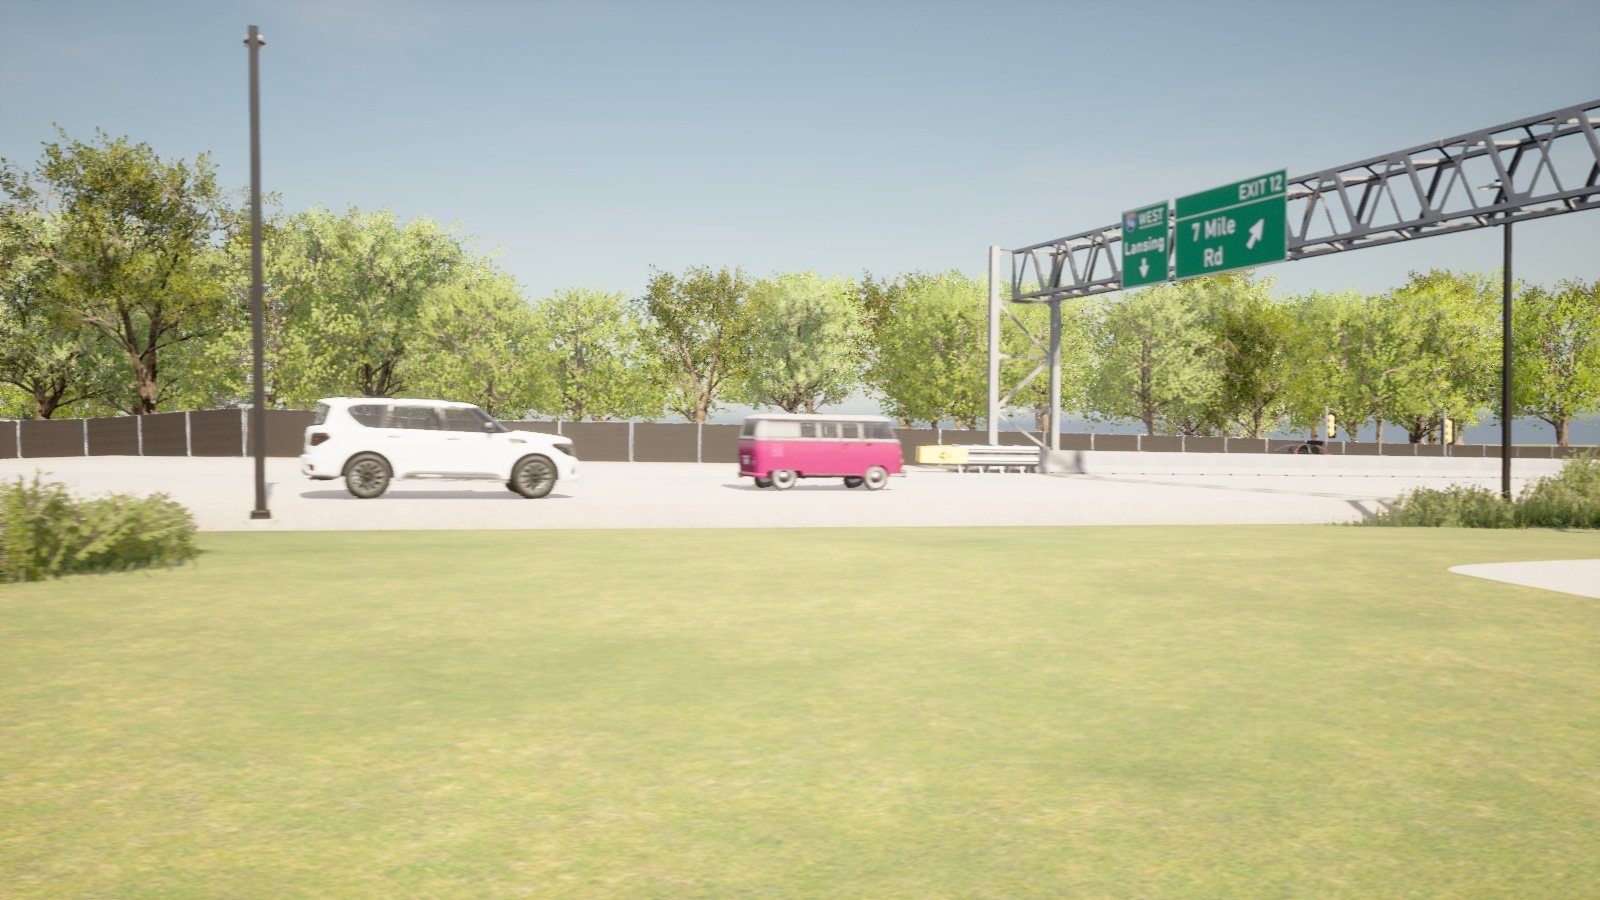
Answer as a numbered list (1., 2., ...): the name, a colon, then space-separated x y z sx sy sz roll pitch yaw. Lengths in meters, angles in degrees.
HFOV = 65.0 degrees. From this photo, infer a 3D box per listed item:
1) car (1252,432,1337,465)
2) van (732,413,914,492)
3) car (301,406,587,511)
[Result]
1. car: 24.931 -0.101 63.322 3.988 1.617 1.851 0 0 -29
2. van: 0.607 0.044 33.061 4.442 1.987 1.775 0 1 -20
3. car: -7.446 0.127 26.352 5.566 2.045 2.150 0 1 -20
